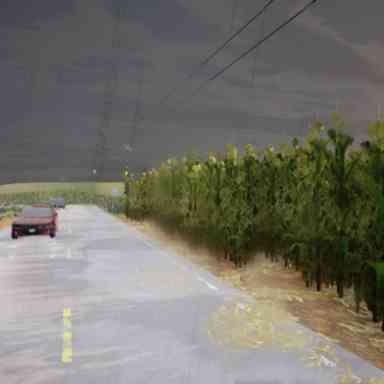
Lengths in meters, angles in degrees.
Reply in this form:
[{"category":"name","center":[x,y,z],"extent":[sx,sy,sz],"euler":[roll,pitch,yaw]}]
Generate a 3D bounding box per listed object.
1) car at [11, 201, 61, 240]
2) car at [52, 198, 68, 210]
[{"category":"car","center":[-8.064,1.468,17.373],"extent":[1.882,1.535,5.008],"euler":[0,0,-20]},{"category":"car","center":[-16.917,1.484,42.039],"extent":[1.837,1.490,4.892],"euler":[0,-1,-20]}]
